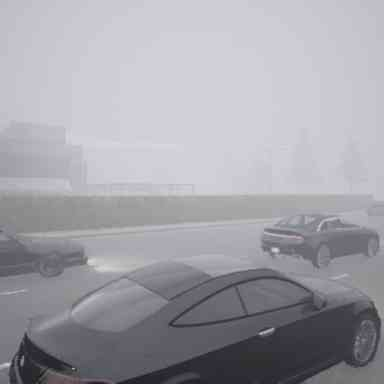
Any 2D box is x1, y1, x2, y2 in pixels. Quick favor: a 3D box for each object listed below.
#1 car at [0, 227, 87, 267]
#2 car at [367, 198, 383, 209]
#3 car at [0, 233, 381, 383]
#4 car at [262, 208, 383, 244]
[{"bbox_3d":[-5.516,1.547,8.409,5.357,1.411,2.033,0,0,-35],"label":"car"},{"bbox_3d":[17.032,1.491,28.766,4.902,1.511,2.128,0,0,-35],"label":"car"},{"bbox_3d":[0.435,1.526,4.071,4.674,1.442,1.812,0,0,-36],"label":"car"},{"bbox_3d":[4.419,1.491,11.187,4.902,1.511,2.128,0,0,-35],"label":"car"}]
